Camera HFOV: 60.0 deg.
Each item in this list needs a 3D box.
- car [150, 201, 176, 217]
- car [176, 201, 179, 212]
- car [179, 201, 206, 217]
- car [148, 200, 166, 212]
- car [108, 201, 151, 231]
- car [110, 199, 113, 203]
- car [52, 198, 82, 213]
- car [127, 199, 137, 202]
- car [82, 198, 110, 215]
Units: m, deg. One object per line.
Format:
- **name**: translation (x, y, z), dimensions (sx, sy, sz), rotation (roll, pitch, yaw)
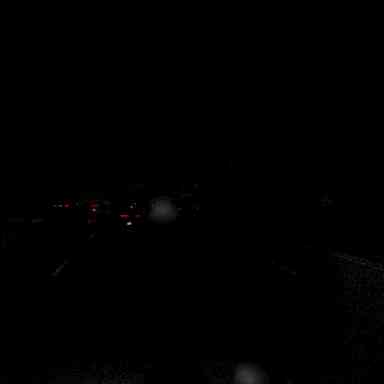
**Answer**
- **car**: translation (-3.185, 1.866, 36.275), dimensions (1.812, 1.442, 4.674), rotation (2, -1, -10)
- **car**: translation (-1.595, 2.038, 47.411), dimensions (2.128, 1.511, 4.902), rotation (2, -1, -10)
- **car**: translation (0.198, 1.839, 37.267), dimensions (2.097, 1.767, 4.553), rotation (2, -1, -10)
- **car**: translation (-4.953, 1.946, 46.281), dimensions (2.033, 1.411, 5.357), rotation (2, -1, -10)
- **car**: translation (-4.003, 1.610, 21.412), dimensions (2.128, 1.511, 4.902), rotation (2, -1, -10)
- **car**: translation (-11.985, 1.592, 45.945), dimensions (1.882, 1.535, 5.008), rotation (2, 0, -10)
- **car**: translation (-13.710, 1.467, 36.050), dimensions (2.033, 1.411, 5.357), rotation (2, -1, -10)
- **car**: translation (-8.805, 1.781, 48.542), dimensions (1.837, 1.490, 4.892), rotation (2, 0, -10)
- **car**: translation (-10.144, 1.558, 35.469), dimensions (1.837, 1.490, 4.892), rotation (2, -1, -10)
